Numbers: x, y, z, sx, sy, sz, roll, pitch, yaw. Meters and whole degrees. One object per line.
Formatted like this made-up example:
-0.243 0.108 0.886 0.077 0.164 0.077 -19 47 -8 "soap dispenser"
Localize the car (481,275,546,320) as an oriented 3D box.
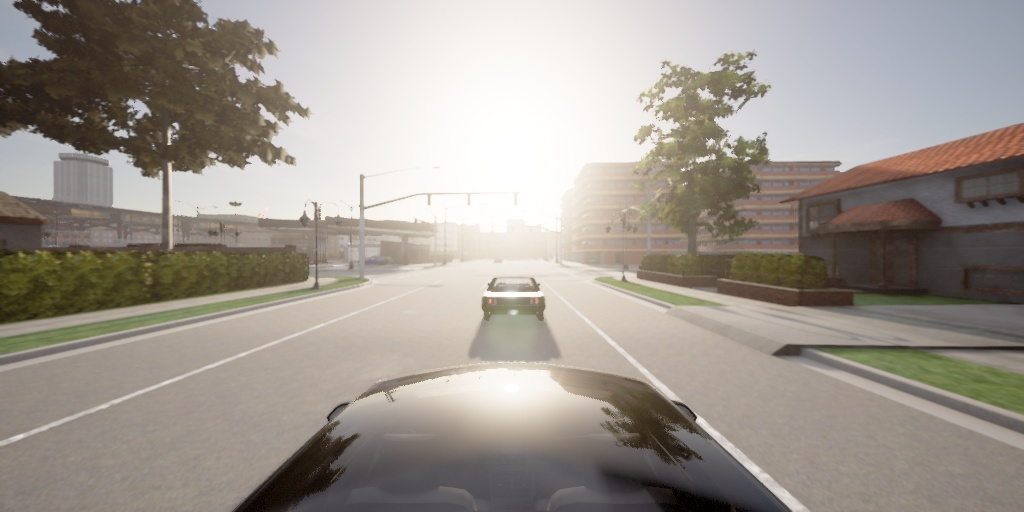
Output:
0.059 1.300 12.361 1.895 1.301 4.718 0 0 0 "car"
